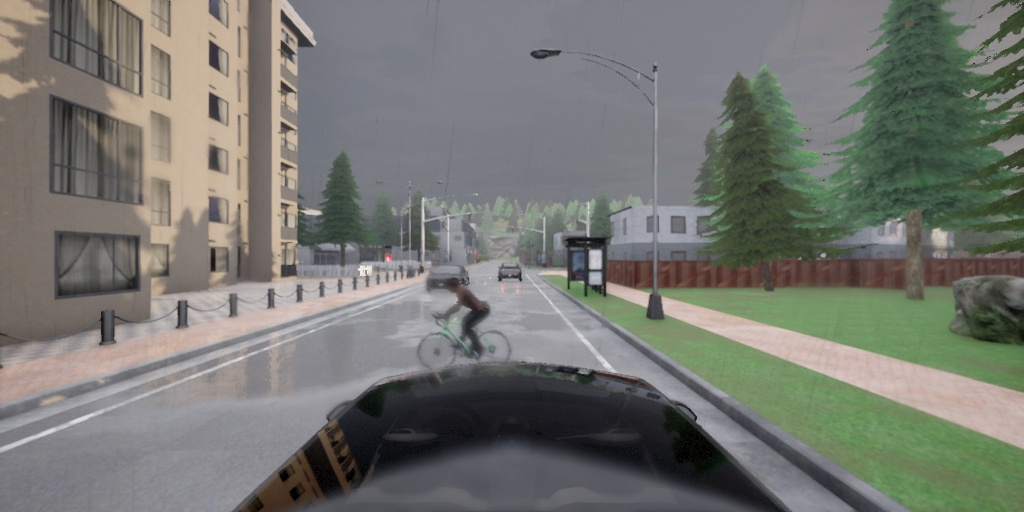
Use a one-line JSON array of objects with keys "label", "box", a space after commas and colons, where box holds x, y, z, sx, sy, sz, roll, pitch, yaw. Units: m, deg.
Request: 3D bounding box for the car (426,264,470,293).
[{"label": "car", "box": [-3.649, 1.223, 21.011, 1.882, 1.535, 5.008, 0, 0, 0]}]

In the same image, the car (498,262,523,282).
[{"label": "car", "box": [-0.136, 1.236, 29.148, 2.128, 1.511, 4.902, 0, 0, 0]}]

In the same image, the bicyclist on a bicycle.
[{"label": "bicyclist on a bicycle", "box": [-0.846, 1.201, 6.298, 1.656, 1.620, 0.582, -2, 0, 0]}]
